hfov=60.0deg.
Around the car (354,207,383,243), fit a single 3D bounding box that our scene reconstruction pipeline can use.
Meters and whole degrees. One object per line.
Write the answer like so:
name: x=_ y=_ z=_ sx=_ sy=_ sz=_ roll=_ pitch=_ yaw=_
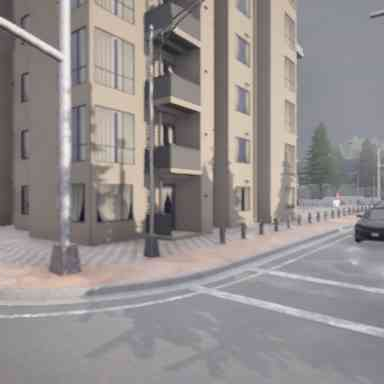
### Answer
car: x=8.932 y=1.449 z=15.375 sx=1.882 sy=1.535 sz=5.008 roll=0 pitch=0 yaw=38
